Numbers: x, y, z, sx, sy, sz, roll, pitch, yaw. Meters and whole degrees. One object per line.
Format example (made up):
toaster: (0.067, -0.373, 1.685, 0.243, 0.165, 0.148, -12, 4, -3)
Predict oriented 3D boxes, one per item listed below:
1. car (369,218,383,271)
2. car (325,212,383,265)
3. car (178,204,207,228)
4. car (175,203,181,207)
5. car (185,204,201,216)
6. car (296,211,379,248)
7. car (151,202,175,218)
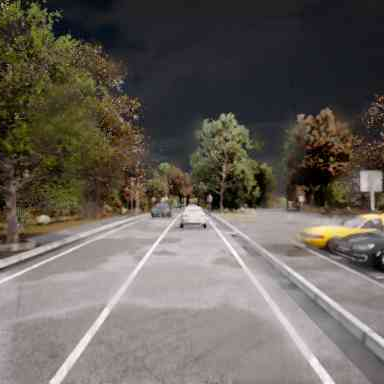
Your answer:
car: (7.088, 1.499, 7.460, 5.008, 1.535, 2.097, 0, 0, 0)
car: (7.088, 1.517, 10.233, 4.892, 1.521, 2.231, 0, 0, 0)
car: (0.097, 1.800, 24.627, 1.812, 1.442, 4.674, 0, -1, 0)
car: (-3.237, 3.356, 78.628, 1.837, 1.490, 4.892, 0, -2, 0)
car: (0.096, 2.269, 42.962, 1.882, 1.535, 5.008, 0, -2, 0)
car: (6.899, 1.539, 13.001, 5.366, 1.575, 1.946, 0, 0, 0)
car: (-3.346, 1.951, 37.200, 2.097, 1.767, 4.553, 0, -2, 0)
